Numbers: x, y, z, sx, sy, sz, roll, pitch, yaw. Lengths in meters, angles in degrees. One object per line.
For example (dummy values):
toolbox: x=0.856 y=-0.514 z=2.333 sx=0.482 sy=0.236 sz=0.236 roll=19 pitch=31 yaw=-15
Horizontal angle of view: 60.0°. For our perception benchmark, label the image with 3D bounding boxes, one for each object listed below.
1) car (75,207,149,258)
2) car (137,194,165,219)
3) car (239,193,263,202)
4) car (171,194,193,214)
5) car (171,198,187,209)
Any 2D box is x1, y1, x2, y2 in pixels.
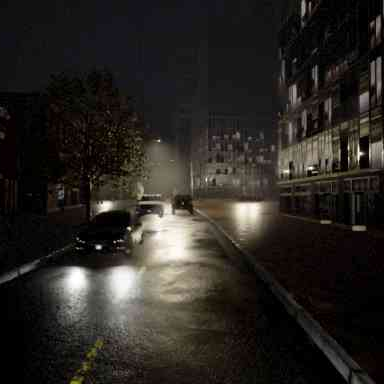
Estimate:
car: x=-2.980 y=1.509 z=12.853 sx=1.837 sy=1.490 sz=4.892 roll=0 pitch=-1 yaw=-1
car: x=-3.611 y=1.229 z=29.673 sx=2.150 sy=2.045 sz=5.566 roll=0 pitch=0 yaw=-3
car: x=12.151 y=1.213 z=68.663 sx=5.009 sy=1.841 sz=2.192 roll=0 pitch=-1 yaw=13
car: x=-1.077 y=1.228 z=35.818 sx=2.150 sy=2.045 sz=5.566 roll=0 pitch=0 yaw=-3
car: x=-1.876 y=1.535 z=46.245 sx=1.812 sy=1.442 sz=4.674 roll=0 pitch=0 yaw=-7
